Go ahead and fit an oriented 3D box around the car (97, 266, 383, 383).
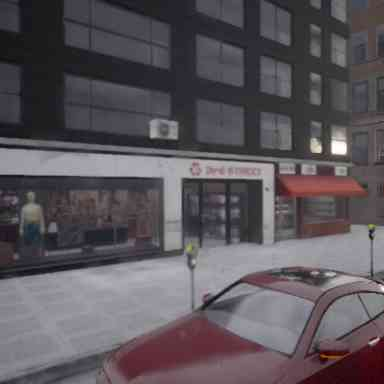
[{"bbox_3d":[1.071,1.571,3.640,4.206,1.307,1.802,0,0,-36],"label":"car"}]
